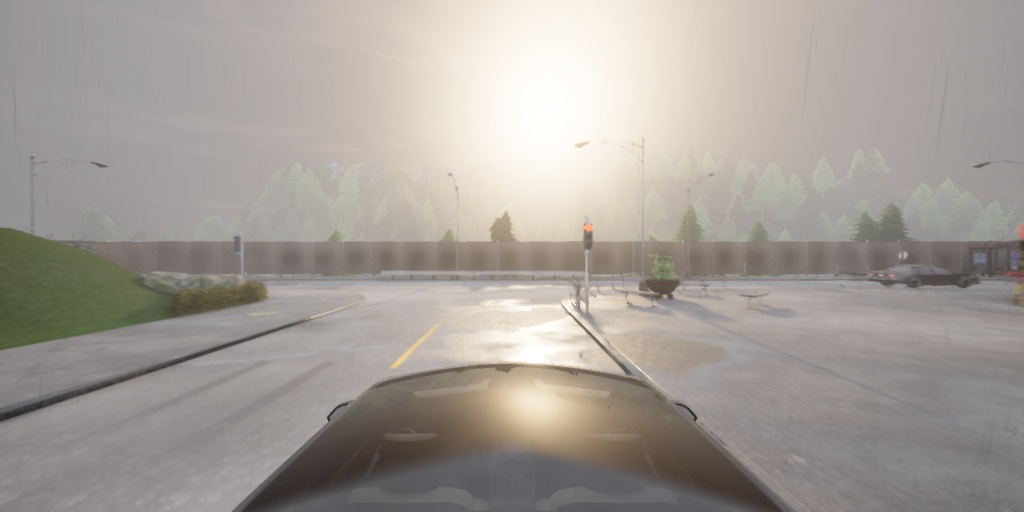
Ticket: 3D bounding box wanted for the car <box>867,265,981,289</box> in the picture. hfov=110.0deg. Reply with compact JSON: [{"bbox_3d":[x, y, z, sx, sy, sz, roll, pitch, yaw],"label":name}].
[{"bbox_3d":[25.275,1.236,22.150,5.357,1.411,2.033,0,0,0],"label":"car"}]
